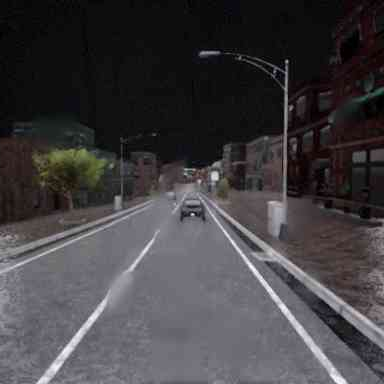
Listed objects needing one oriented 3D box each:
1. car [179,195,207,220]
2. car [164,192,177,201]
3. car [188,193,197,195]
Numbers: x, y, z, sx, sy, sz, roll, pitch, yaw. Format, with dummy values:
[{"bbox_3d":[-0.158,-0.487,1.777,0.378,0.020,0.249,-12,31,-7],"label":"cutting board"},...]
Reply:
[{"bbox_3d":[0.068,1.289,25.756,1.837,1.490,4.892,0,1,0],"label":"car"},{"bbox_3d":[-3.513,0.739,55.275,1.812,1.442,4.674,0,1,1],"label":"car"},{"bbox_3d":[0.023,0.835,51.618,2.033,1.411,5.357,0,1,0],"label":"car"}]
